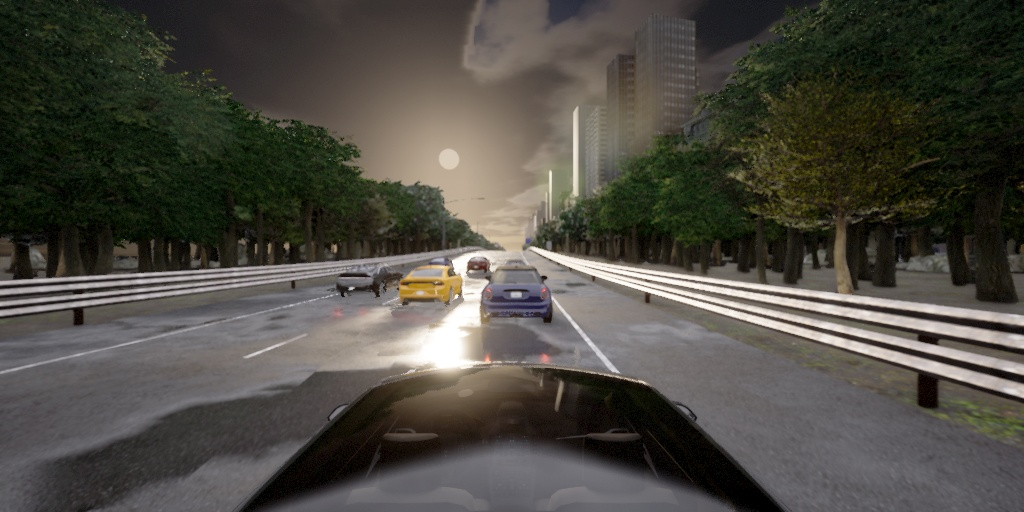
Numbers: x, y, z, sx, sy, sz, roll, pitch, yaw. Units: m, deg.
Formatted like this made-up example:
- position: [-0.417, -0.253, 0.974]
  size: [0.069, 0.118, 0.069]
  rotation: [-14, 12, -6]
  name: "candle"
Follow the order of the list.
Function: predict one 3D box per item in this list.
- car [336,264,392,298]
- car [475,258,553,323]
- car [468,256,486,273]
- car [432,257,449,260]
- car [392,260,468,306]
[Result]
- position: [-6.809, 1.139, 17.714]
  size: [2.128, 1.511, 4.902]
  rotation: [0, 1, 0]
  name: "car"
- position: [0.140, 1.069, 12.065]
  size: [2.097, 1.767, 4.553]
  rotation: [0, 1, 1]
  name: "car"
- position: [-3.198, 0.736, 34.461]
  size: [1.882, 1.535, 5.008]
  rotation: [0, 2, 0]
  name: "car"
- position: [-6.702, 0.804, 33.845]
  size: [1.812, 1.442, 4.674]
  rotation: [0, 2, 0]
  name: "car"
- position: [-3.325, 1.155, 15.559]
  size: [1.882, 1.535, 5.008]
  rotation: [0, 1, 1]
  name: "car"
